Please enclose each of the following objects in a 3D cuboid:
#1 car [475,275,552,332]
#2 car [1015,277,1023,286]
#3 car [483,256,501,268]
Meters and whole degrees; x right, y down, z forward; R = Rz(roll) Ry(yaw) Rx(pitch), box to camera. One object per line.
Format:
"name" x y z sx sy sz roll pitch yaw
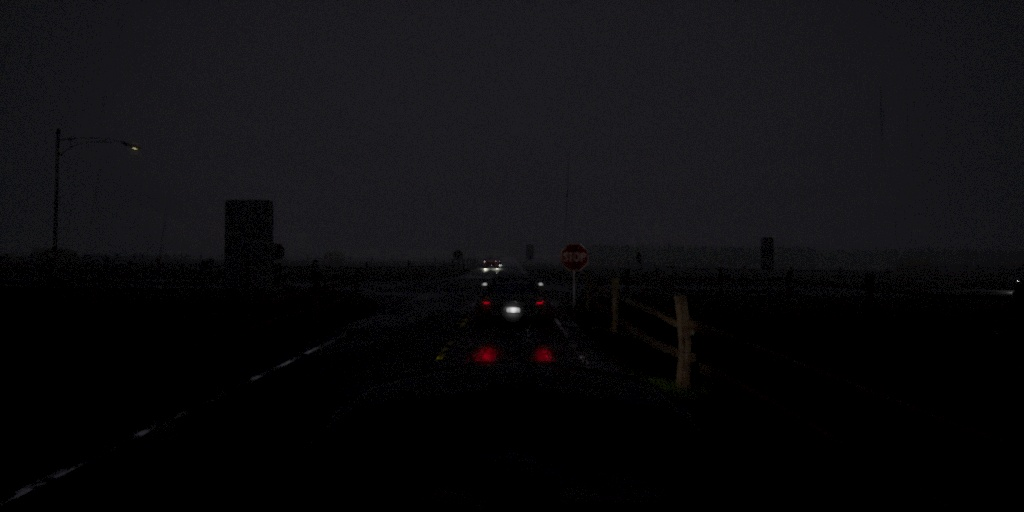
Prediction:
"car" 0.028 1.261 10.638 1.994 1.385 4.181 0 0 0
"car" 36.720 1.660 23.832 4.892 1.490 1.837 1 -1 -1
"car" -2.998 0.819 51.883 2.097 1.767 4.553 0 0 0
